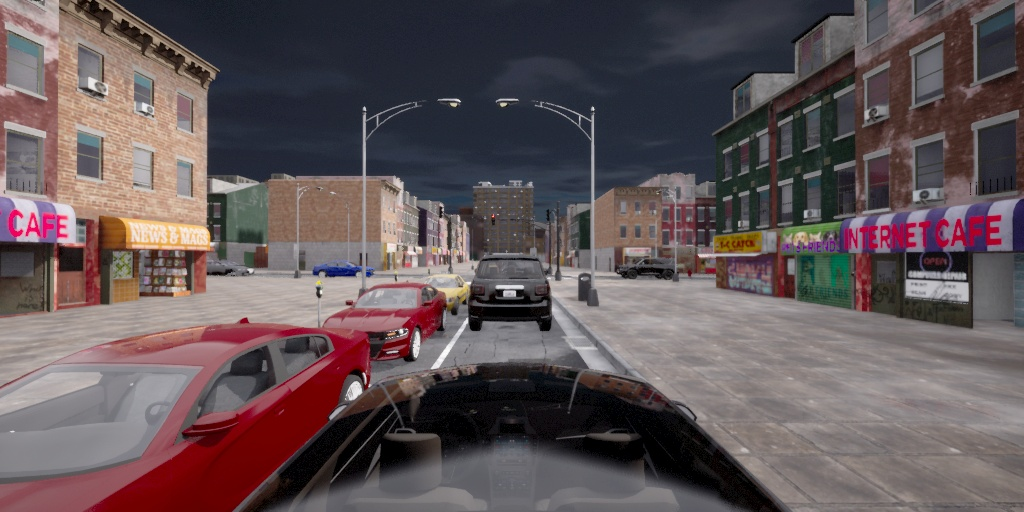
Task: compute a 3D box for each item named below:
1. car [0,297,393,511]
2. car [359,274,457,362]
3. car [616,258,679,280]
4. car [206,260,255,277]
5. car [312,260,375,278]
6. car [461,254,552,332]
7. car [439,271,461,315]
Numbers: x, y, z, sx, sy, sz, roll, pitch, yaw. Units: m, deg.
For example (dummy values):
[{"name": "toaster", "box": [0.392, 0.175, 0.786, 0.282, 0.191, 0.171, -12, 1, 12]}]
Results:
[{"name": "car", "box": [-2.637, 1.295, 2.761, 1.888, 1.381, 4.507, 0, 0, 0]}, {"name": "car", "box": [-2.637, 1.298, 8.255, 1.888, 1.381, 4.507, 0, 0, 0]}, {"name": "car", "box": [12.817, 1.170, 33.934, 5.566, 2.045, 2.150, 1, 0, 0]}, {"name": "car", "box": [-24.848, 1.095, 30.788, 4.902, 1.511, 2.128, 1, 0, 0]}, {"name": "car", "box": [-14.385, 1.156, 30.837, 5.008, 1.535, 1.882, 0, 0, -2]}, {"name": "car", "box": [-0.028, 0.976, 11.078, 2.150, 2.045, 5.566, 0, 0, 1]}, {"name": "car", "box": [-2.637, 1.283, 13.579, 1.751, 1.417, 4.829, 0, 0, 0]}]
